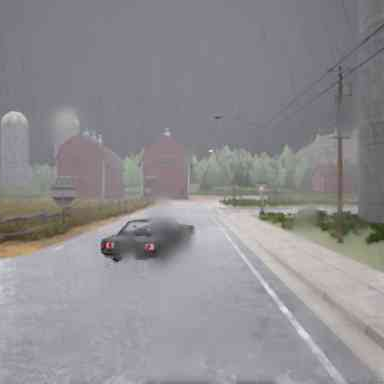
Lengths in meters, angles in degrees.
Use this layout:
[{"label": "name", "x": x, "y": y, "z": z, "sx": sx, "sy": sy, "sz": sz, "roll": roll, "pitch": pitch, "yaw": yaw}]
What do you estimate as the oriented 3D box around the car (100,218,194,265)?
[{"label": "car", "x": -1.255, "y": 1.563, "z": 11.632, "sx": 1.895, "sy": 1.301, "sz": 4.718, "roll": 0, "pitch": 0, "yaw": 13}]
